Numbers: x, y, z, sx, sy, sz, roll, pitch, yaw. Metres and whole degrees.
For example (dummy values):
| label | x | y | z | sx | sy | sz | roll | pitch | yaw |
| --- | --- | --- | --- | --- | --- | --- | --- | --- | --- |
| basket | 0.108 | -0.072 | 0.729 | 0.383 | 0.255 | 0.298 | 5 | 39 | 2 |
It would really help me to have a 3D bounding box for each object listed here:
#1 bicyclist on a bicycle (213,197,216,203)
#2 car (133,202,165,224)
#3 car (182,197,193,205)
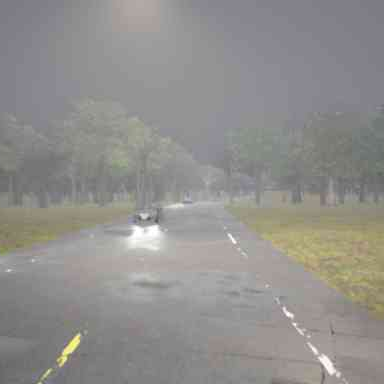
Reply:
| label | x | y | z | sx | sy | sz | roll | pitch | yaw |
| --- | --- | --- | --- | --- | --- | --- | --- | --- | --- |
| bicyclist on a bicycle | 5.732 | 2.072 | 88.053 | 0.866 | 1.612 | 1.509 | 0 | 0 | 6 |
| car | -3.173 | 1.488 | 25.035 | 2.128 | 1.511 | 4.902 | 0 | 0 | 2 |
| car | -0.863 | 1.778 | 65.625 | 1.882 | 1.535 | 5.008 | 0 | -1 | 5 |
